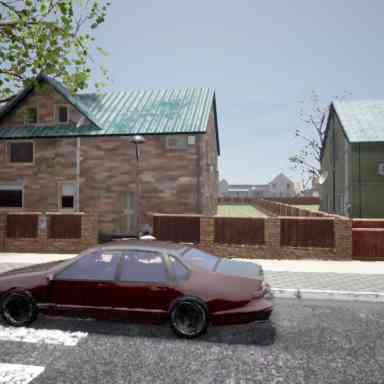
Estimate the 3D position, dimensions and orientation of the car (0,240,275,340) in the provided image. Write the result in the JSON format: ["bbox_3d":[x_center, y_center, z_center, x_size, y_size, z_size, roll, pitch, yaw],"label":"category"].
[{"bbox_3d":[-1.213,1.657,6.313,5.357,1.411,2.033,0,-2,10],"label":"car"}]
